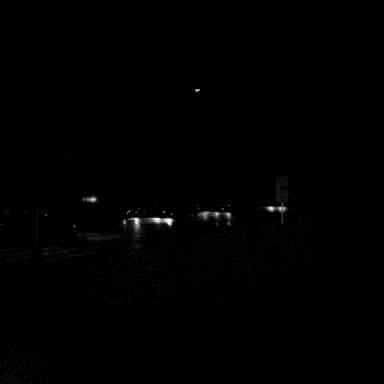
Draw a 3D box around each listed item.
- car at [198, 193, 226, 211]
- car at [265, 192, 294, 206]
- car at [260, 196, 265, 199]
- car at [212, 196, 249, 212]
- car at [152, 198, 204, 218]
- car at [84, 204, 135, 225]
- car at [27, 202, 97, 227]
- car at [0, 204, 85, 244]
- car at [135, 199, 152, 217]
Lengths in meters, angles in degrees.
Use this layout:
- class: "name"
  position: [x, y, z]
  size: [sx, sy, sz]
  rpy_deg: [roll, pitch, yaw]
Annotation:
- class: "car"
  position: [2.219, 1.087, 39.328]
  size: [2.150, 2.045, 5.566]
  rpy_deg: [0, 0, 35]
- class: "car"
  position: [13.302, 1.020, 49.213]
  size: [2.150, 2.045, 5.566]
  rpy_deg: [0, 0, 35]
- class: "car"
  position: [11.040, 0.940, 51.631]
  size: [2.128, 1.511, 4.902]
  rpy_deg: [0, 0, 35]
- class: "car"
  position: [4.536, 1.462, 36.982]
  size: [1.895, 1.301, 4.718]
  rpy_deg: [0, 0, 36]
- class: "car"
  position: [-1.146, 1.467, 28.968]
  size: [1.994, 1.385, 4.181]
  rpy_deg: [0, 0, 35]
- class: "car"
  position: [-6.476, 1.489, 21.420]
  size: [2.033, 1.411, 5.357]
  rpy_deg: [0, 0, 35]
- class: "car"
  position: [-9.034, 1.511, 23.438]
  size: [1.994, 1.385, 4.181]
  rpy_deg: [0, 0, 35]
- class: "car"
  position: [-7.439, 1.466, 14.295]
  size: [4.892, 1.490, 1.837]
  rpy_deg: [0, 2, -44]
- class: "car"
  position: [-3.999, 1.416, 30.547]
  size: [1.837, 1.490, 4.892]
  rpy_deg: [0, 0, 35]
